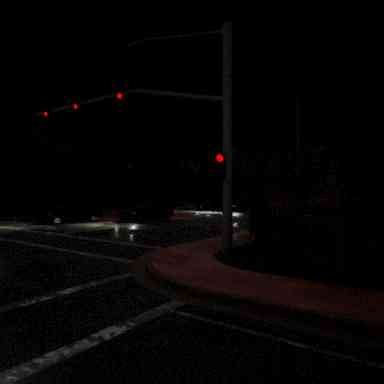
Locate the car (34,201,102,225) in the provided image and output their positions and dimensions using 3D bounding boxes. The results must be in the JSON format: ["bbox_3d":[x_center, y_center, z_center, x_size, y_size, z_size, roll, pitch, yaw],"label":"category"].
[{"bbox_3d":[-8.987,1.465,24.474,1.882,1.535,5.008,0,0,36],"label":"car"}]

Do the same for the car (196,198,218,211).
[{"bbox_3d":[2.443,1.494,40.382,1.837,1.490,4.892,0,-1,36],"label":"car"}]

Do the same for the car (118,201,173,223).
[{"bbox_3d":[-3.519,1.467,26.112,1.882,1.535,5.008,0,0,36],"label":"car"}]

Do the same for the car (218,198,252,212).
[{"bbox_3d":[5.294,1.496,38.352,1.837,1.490,4.892,0,-1,36],"label":"car"}]
